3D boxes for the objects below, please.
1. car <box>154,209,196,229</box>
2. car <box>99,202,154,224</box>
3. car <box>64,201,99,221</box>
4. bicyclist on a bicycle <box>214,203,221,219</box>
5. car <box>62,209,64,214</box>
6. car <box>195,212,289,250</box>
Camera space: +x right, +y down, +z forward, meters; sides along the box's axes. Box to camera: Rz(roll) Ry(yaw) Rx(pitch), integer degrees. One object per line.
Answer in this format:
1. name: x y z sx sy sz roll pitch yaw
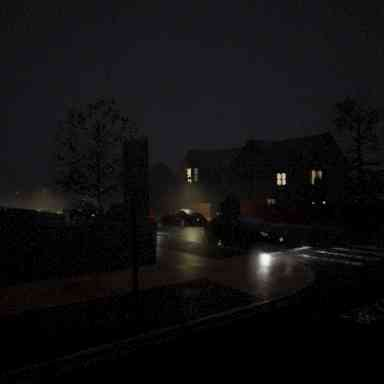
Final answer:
1. car: -0.746 1.993 25.386 1.994 1.385 4.181 -1 -1 -36
2. car: -5.078 1.776 26.370 2.150 2.045 5.566 -1 -1 -35
3. car: -11.359 2.031 35.151 2.150 2.045 5.566 -1 -1 -35
4. bicyclist on a bicycle: 2.358 1.654 26.031 1.656 1.620 0.582 -1 0 -36
5. car: -17.911 2.654 49.354 1.812 1.442 4.674 -1 -1 -36
6. car: 2.411 1.775 15.894 1.812 1.442 4.674 -1 -1 -35
